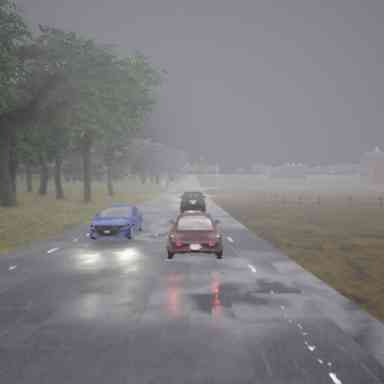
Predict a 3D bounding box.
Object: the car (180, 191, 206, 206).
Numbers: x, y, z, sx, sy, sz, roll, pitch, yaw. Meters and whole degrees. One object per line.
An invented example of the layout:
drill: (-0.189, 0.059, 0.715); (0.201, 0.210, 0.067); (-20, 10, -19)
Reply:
car: (0.090, 0.917, 29.416); (2.150, 2.045, 5.566); (0, 1, 0)

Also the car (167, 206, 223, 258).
car: (0.099, 1.478, 12.401); (1.812, 1.442, 4.674); (0, 0, 0)

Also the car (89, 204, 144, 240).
car: (-3.601, 1.387, 16.602); (1.882, 1.535, 5.008); (0, 1, 0)
